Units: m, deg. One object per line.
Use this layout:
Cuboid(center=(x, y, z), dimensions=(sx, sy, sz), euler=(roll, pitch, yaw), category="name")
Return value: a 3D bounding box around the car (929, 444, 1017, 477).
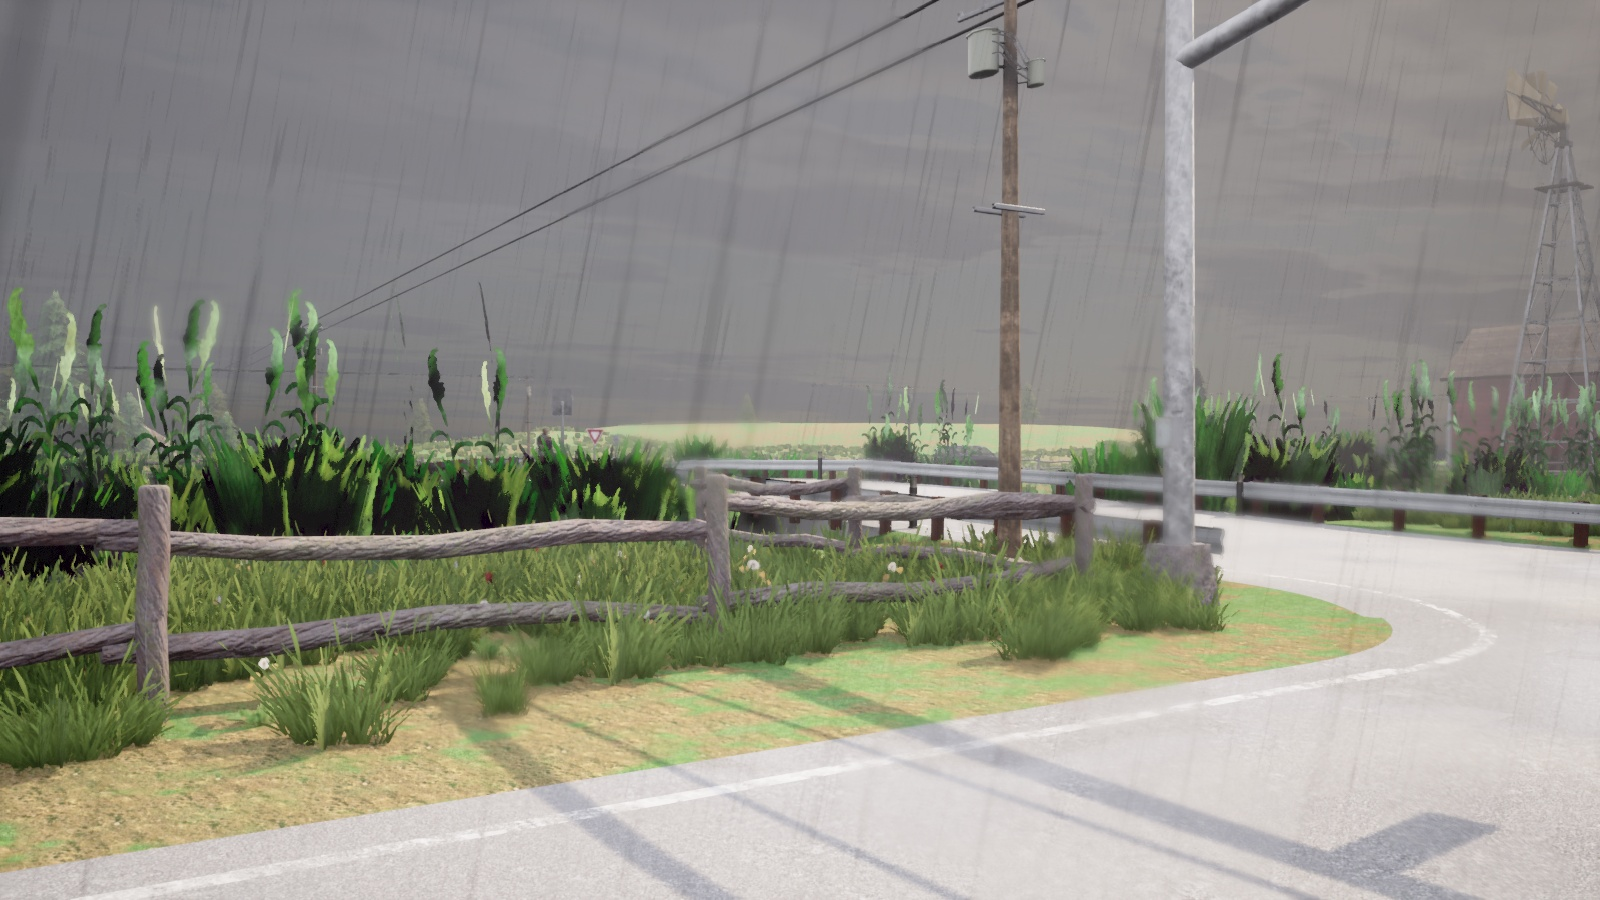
Cuboid(center=(11.259, 0.674, 81.625), dimensions=(5.566, 2.045, 2.150), euler=(0, 0, -32), category="car")
